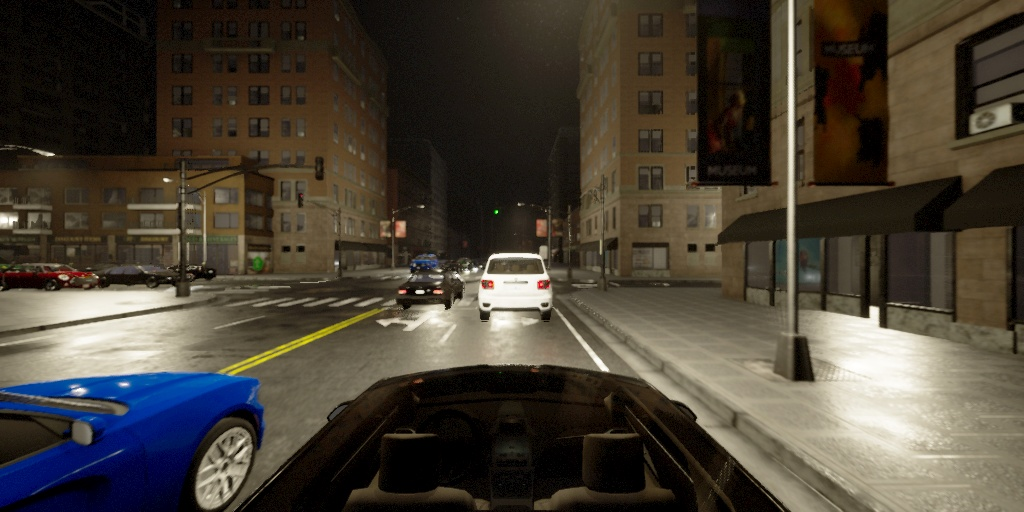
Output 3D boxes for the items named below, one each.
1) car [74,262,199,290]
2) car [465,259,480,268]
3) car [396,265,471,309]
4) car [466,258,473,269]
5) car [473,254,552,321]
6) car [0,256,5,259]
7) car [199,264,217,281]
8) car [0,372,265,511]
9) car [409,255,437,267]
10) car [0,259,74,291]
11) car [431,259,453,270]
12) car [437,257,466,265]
[{"bbox_3d":[-23.140,1.247,22.260,5.357,1.411,2.033,0,0,0],"label":"car"},{"bbox_3d":[-6.494,1.217,59.004,1.895,1.301,4.718,0,0,0],"label":"car"},{"bbox_3d":[-3.150,1.269,14.760,2.033,1.411,5.357,0,0,0],"label":"car"},{"bbox_3d":[-6.564,0.995,48.730,2.097,1.767,4.553,0,0,0],"label":"car"},{"bbox_3d":[0.102,0.947,12.411,2.150,2.045,5.566,0,0,0],"label":"car"},{"bbox_3d":[-33.328,0.919,22.311,5.566,2.045,2.150,0,0,0],"label":"car"},{"bbox_3d":[-25.372,1.274,27.758,4.313,1.339,1.948,0,0,0],"label":"car"},{"bbox_3d":[-3.151,1.229,1.201,1.882,1.535,5.008,0,-1,0],"label":"car"},{"bbox_3d":[-9.834,0.885,40.510,2.150,2.045,5.566,0,0,0],"label":"car"},{"bbox_3d":[-25.415,1.134,19.733,4.097,1.591,1.967,0,0,0],"label":"car"},{"bbox_3d":[-9.797,1.185,50.760,2.033,1.411,5.357,0,0,0],"label":"car"},{"bbox_3d":[-6.586,1.170,39.736,1.837,1.490,4.892,0,0,0],"label":"car"}]
